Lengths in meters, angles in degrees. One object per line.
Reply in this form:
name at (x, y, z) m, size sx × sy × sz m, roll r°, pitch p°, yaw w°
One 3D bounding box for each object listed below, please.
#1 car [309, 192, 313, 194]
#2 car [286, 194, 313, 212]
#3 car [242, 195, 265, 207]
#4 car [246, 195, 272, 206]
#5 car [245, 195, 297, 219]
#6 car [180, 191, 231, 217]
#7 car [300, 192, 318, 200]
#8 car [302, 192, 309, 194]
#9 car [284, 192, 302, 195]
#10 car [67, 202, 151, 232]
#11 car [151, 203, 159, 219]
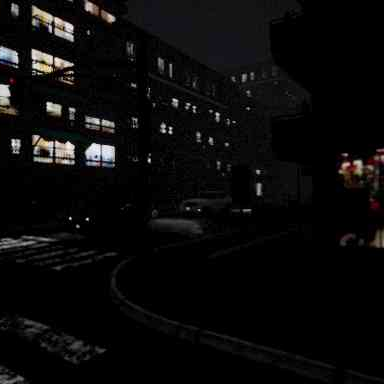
car at (18.523, 0.840, 47.165) m, size 1.994 × 1.385 × 4.181 m, roll -1°, pitch 0°, yaw 35°
car at (9.155, 1.144, 29.372) m, size 1.802 × 1.307 × 4.206 m, roll 0°, pitch 1°, yaw 35°
car at (7.564, 1.093, 37.172) m, size 2.033 × 1.411 × 5.357 m, roll -1°, pitch 1°, yaw 36°
car at (8.853, 1.067, 43.488) m, size 1.802 × 1.307 × 4.206 m, roll 0°, pitch 1°, yaw 35°
car at (5.951, 1.197, 24.704) m, size 1.887 × 1.381 × 4.507 m, roll 0°, pitch 1°, yaw 35°
car at (1.271, 0.946, 28.268) m, size 2.150 × 2.045 × 5.566 m, roll -1°, pitch 0°, yaw 35°
car at (21.903, 0.675, 61.992) m, size 2.008 × 1.369 × 4.403 m, roll 0°, pitch 1°, yaw 35°
car at (18.640, 0.654, 57.365) m, size 1.967 × 1.590 × 4.097 m, roll 0°, pitch 1°, yaw 35°
car at (15.378, 0.870, 52.740) m, size 1.947 × 1.339 × 4.313 m, roll 0°, pitch 1°, yaw 35°
car at (-4.854, 1.493, 19.555) m, size 1.895 × 1.301 × 4.718 m, roll -1°, pitch 0°, yaw 35°
car at (-4.303, 1.415, 25.058) m, size 1.947 × 1.339 × 4.313 m, roll 0°, pitch 1°, yaw 35°
